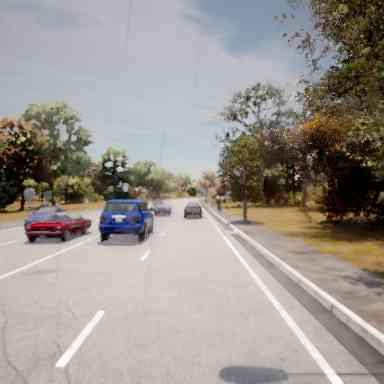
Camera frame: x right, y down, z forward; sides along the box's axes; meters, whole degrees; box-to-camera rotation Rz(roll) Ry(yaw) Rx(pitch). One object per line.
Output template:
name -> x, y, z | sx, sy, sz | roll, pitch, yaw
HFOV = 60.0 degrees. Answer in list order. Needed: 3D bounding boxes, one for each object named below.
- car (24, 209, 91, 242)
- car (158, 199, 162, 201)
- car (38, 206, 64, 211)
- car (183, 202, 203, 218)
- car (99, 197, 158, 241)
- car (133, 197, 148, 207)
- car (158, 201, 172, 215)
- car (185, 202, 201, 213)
car -> -6.995, 1.806, 17.820 | 1.895, 1.301, 4.718 | 0, -1, 0
car -> -6.982, 2.263, 68.006 | 1.837, 1.490, 4.892 | 0, 0, 0
car -> -10.493, 1.809, 24.606 | 1.812, 1.442, 4.674 | 0, -1, 0
car -> 0.112, 1.890, 35.108 | 2.128, 1.511, 4.902 | 0, -1, 0
car -> -3.397, 1.430, 18.122 | 2.150, 2.045, 5.566 | 0, -1, 0
car -> -10.481, 1.988, 67.940 | 2.150, 2.045, 5.566 | 0, -1, 0
car -> -3.389, 2.054, 39.678 | 1.895, 1.301, 4.718 | 0, -1, 0
car -> 0.111, 2.075, 46.206 | 2.033, 1.411, 5.357 | 0, -1, 0
